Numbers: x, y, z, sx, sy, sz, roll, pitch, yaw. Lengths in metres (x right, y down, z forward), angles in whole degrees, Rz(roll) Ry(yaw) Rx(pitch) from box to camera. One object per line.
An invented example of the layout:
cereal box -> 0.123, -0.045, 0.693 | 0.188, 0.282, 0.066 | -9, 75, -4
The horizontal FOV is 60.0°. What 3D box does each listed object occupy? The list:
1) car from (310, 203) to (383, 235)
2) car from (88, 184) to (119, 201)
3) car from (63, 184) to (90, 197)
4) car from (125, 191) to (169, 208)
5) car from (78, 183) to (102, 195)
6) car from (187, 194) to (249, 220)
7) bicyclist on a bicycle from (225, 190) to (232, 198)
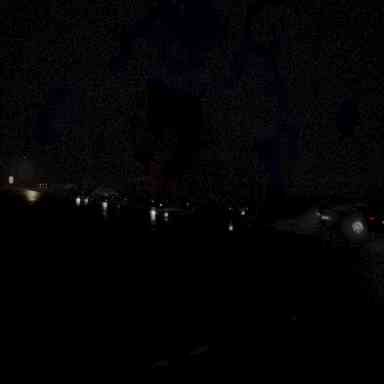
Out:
car -> 7.933, 1.247, 16.728 | 1.994, 1.385, 4.181 | 1, 2, -20
car -> -9.770, 0.206, 37.373 | 1.812, 1.442, 4.674 | 0, 2, -35
car -> -15.782, -0.196, 45.862 | 2.128, 1.511, 4.902 | 0, 2, -34
car -> -4.093, 0.581, 29.435 | 2.033, 1.411, 5.357 | 0, 2, -36
car -> -15.611, -0.465, 50.593 | 2.097, 1.767, 4.553 | 0, 2, -36
car -> 1.580, 0.887, 21.507 | 2.128, 1.511, 4.902 | 0, 2, -36
bicyclist on a bicycle -> 3.144, 0.648, 29.606 | 1.656, 1.620, 0.582 | 0, 2, -36
